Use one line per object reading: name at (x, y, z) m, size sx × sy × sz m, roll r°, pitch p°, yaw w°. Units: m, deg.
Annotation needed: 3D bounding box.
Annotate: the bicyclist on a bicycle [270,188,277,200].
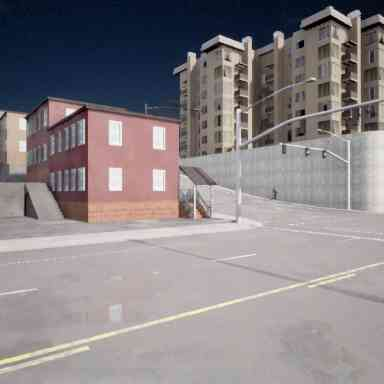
bicyclist on a bicycle at (11.200, 0.301, 45.389) m, size 1.656 × 1.620 × 0.582 m, roll 0°, pitch 6°, yaw -35°
